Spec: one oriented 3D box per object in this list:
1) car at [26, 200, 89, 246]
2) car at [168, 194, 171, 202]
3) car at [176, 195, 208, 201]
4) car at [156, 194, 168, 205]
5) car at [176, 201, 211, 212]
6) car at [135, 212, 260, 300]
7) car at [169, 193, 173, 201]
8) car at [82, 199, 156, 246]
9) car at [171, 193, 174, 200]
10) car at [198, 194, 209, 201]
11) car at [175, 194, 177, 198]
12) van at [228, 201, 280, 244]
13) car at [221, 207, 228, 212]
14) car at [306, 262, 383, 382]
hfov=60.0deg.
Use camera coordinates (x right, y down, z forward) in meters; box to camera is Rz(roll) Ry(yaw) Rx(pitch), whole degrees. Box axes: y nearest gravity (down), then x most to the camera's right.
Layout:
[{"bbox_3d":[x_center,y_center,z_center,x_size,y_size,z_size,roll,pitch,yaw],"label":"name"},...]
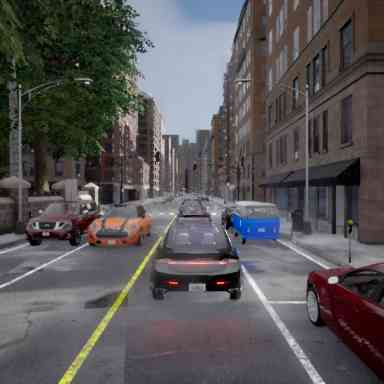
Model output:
[{"bbox_3d":[-5.676,1.310,15.426,2.192,1.841,5.009,0,0,0],"label":"car"},{"bbox_3d":[-5.693,1.502,64.566,2.008,1.369,4.403,0,0,0],"label":"car"},{"bbox_3d":[-0.011,1.338,27.486,2.097,1.767,4.553,0,0,0],"label":"car"},{"bbox_3d":[-5.691,1.480,58.945,1.752,1.417,4.829,0,0,0],"label":"car"},{"bbox_3d":[0.092,1.485,18.309,2.128,1.511,4.902,0,0,0],"label":"car"},{"bbox_3d":[0.097,1.490,8.370,2.128,1.511,4.902,0,0,0],"label":"car"},{"bbox_3d":[-5.695,1.493,70.017,1.887,1.381,4.507,0,0,0],"label":"car"},{"bbox_3d":[-3.086,1.347,15.041,2.097,1.767,4.553,0,0,0],"label":"car"},{"bbox_3d":[-5.697,1.491,75.468,1.887,1.381,4.507,0,0,0],"label":"car"},{"bbox_3d":[2.827,1.387,75.506,1.967,1.590,4.097,0,0,0],"label":"car"},{"bbox_3d":[-5.701,1.496,86.369,2.008,1.369,4.403,0,0,0],"label":"car"},{"bbox_3d":[2.849,1.336,15.469,1.690,1.788,3.998,0,0,0],"label":"van"},{"bbox_3d":[2.848,1.557,21.130,1.947,1.339,4.313,0,0,0],"label":"car"},{"bbox_3d":[2.853,1.544,4.149,1.887,1.381,4.507,0,0,0],"label":"car"}]
